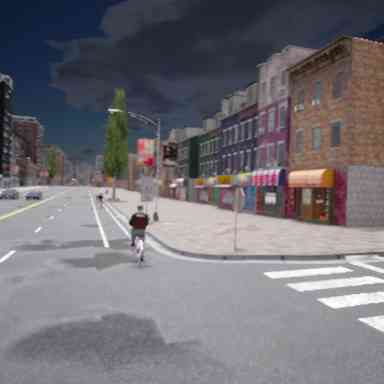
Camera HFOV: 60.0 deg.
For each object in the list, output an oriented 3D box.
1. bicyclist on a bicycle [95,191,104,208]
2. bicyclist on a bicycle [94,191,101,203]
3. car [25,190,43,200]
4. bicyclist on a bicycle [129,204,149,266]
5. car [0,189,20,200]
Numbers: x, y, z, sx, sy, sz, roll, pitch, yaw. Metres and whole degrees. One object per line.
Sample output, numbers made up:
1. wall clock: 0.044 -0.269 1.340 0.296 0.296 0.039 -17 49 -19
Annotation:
1. bicyclist on a bicycle: -10.028 0.897 36.523 0.659 1.776 1.843 2 1 -17
2. bicyclist on a bicycle: -13.509 0.692 47.612 0.866 1.612 1.509 2 1 -18
3. car: -23.160 0.448 49.062 2.033 1.411 5.357 2 1 -18
4. bicyclist on a bicycle: -1.633 1.250 10.010 0.659 1.776 1.843 4 -3 -18
5. car: -26.256 0.311 48.082 1.837 1.490 4.892 2 1 -18
